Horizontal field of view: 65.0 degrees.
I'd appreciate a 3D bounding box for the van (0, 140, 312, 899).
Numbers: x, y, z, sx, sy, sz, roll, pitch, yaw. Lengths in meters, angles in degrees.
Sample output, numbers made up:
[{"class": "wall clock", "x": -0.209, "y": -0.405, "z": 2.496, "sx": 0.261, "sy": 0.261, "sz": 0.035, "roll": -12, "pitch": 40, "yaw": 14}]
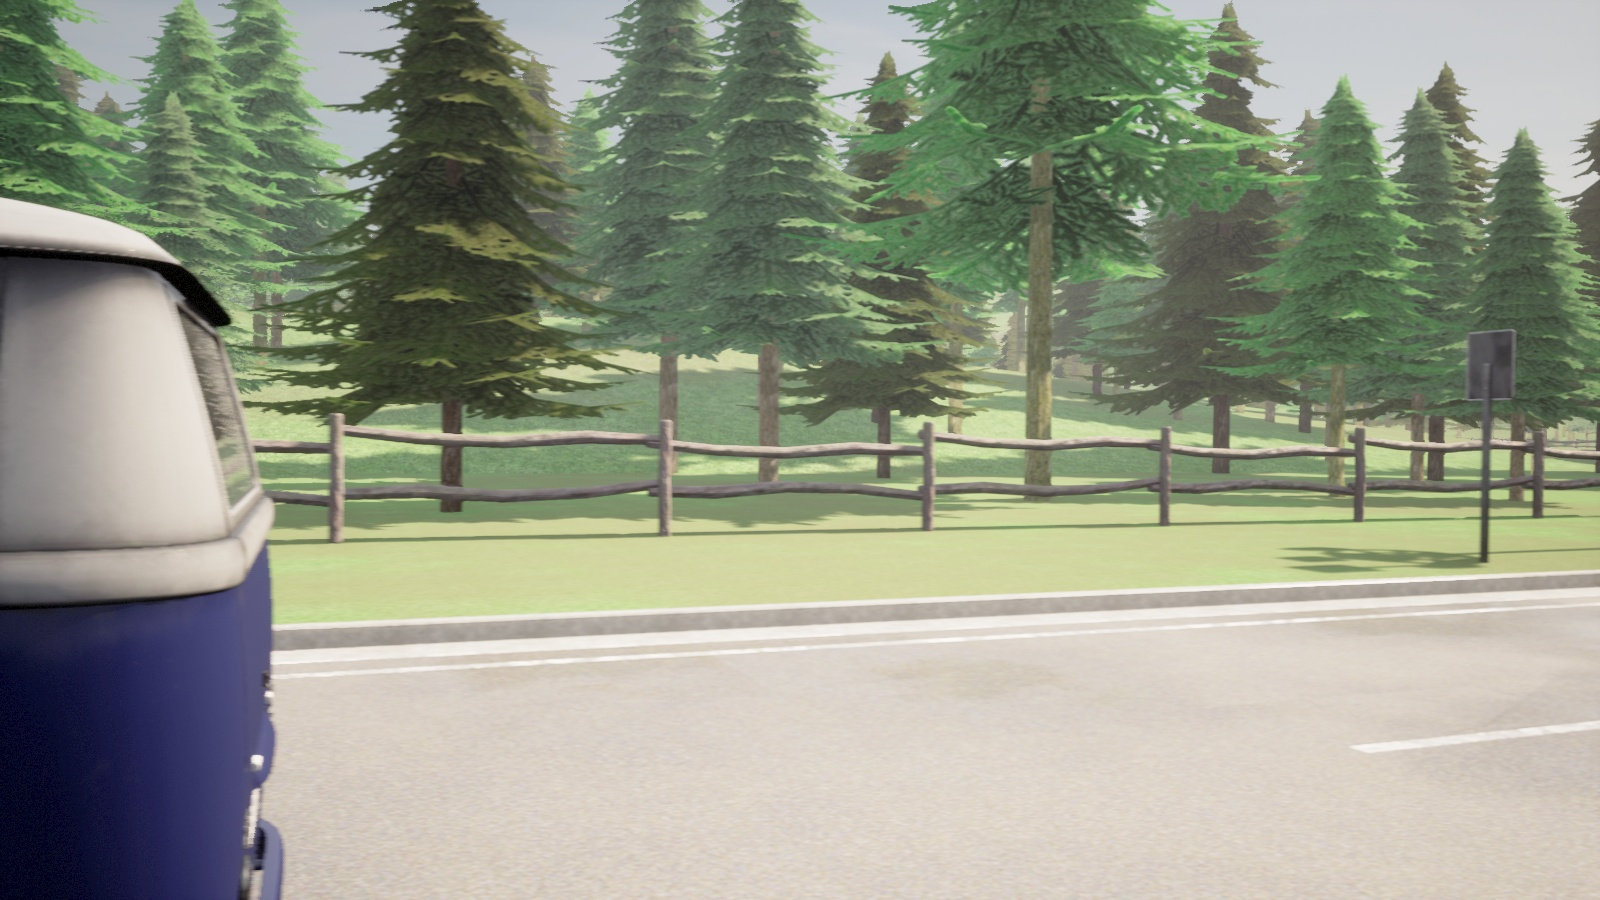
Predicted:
[{"class": "van", "x": -3.189, "y": 0.554, "z": 2.025, "sx": 4.442, "sy": 1.987, "sz": 1.775, "roll": -1, "pitch": 1, "yaw": -21}]
